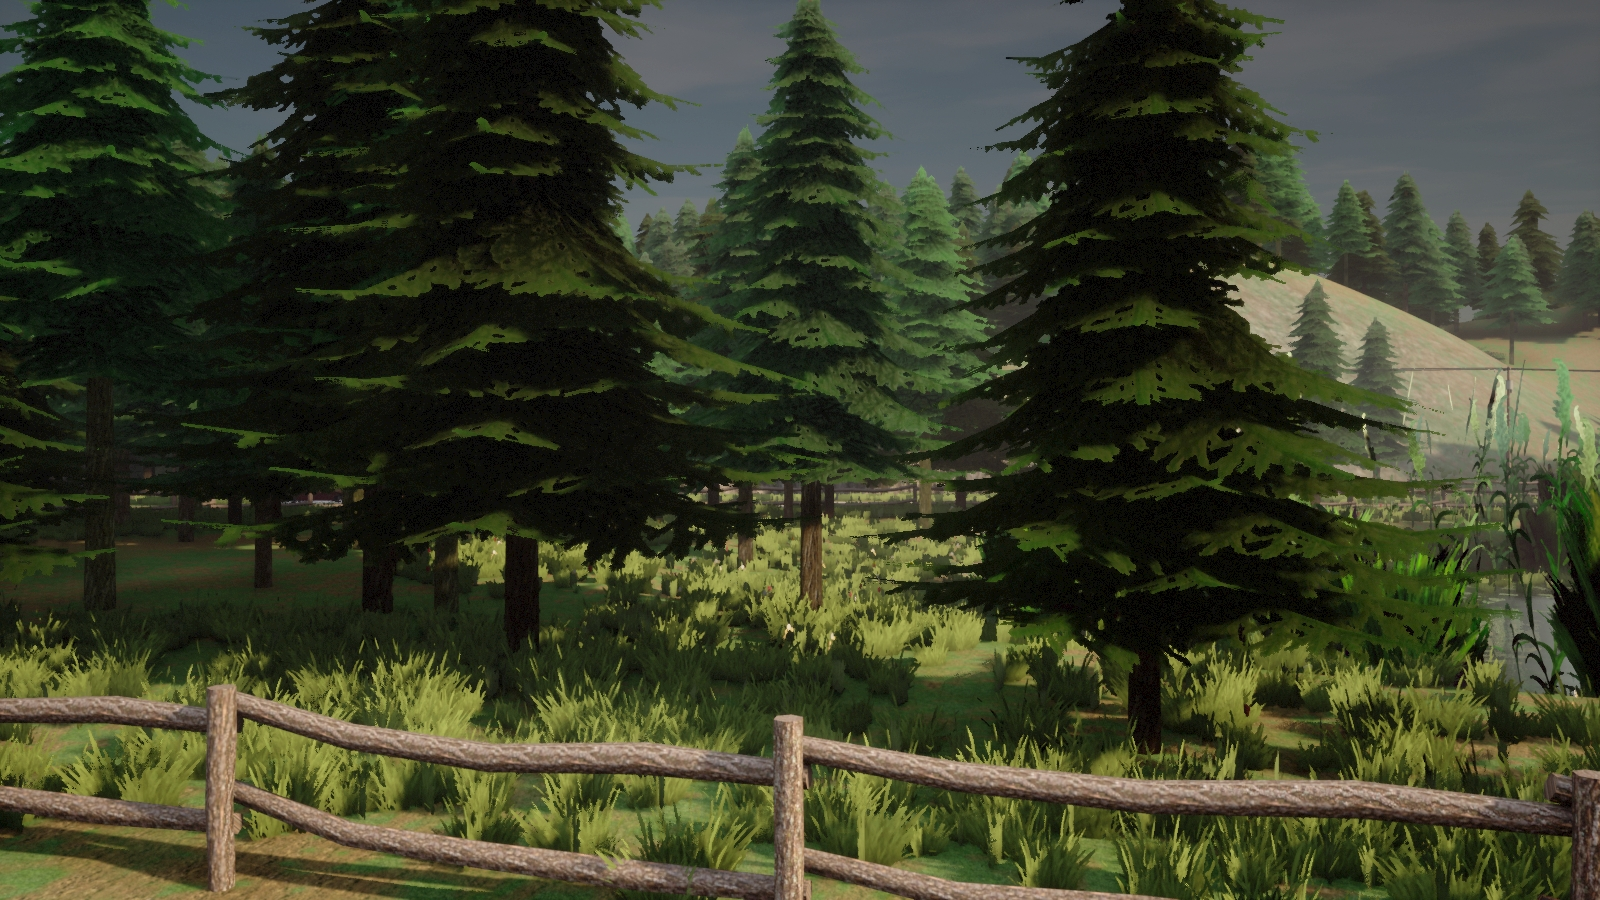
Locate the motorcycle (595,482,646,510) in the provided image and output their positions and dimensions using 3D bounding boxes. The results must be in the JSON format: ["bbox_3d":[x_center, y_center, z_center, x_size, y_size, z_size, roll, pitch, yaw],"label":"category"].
[{"bbox_3d":[-8.486,2.178,54.103,2.209,1.251,0.867,0,0,14],"label":"motorcycle"}]
